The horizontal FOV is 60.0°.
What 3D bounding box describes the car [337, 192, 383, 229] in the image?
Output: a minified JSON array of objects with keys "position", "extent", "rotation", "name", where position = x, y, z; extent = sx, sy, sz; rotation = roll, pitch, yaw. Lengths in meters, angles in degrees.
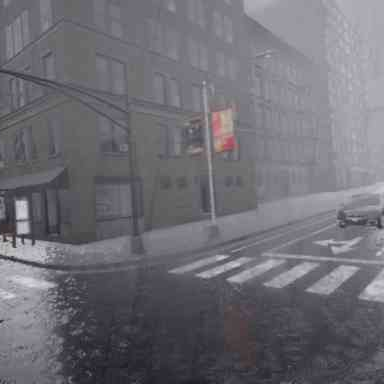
[{"position":[8.575,0.829,16.234],"extent":[1.837,1.490,4.892],"rotation":[-4,1,40],"name":"car"}]
